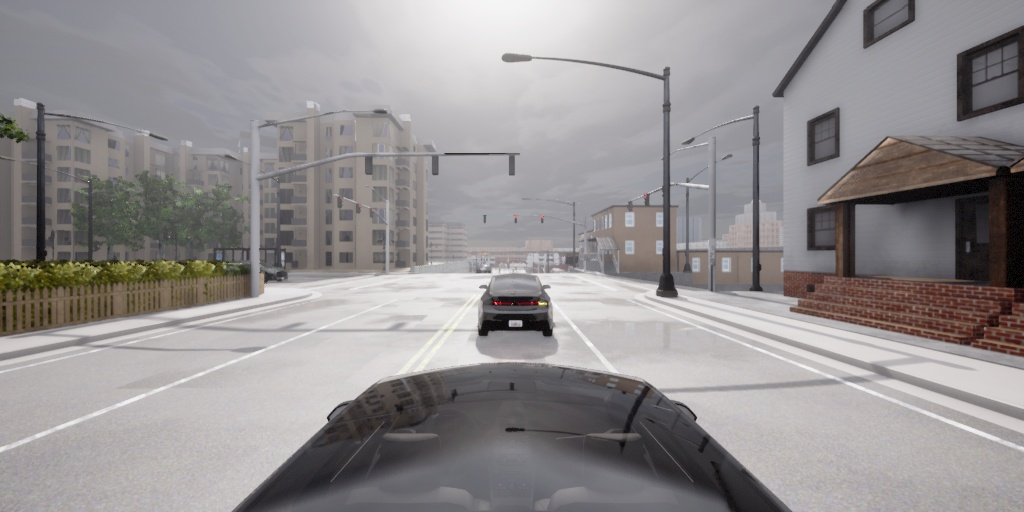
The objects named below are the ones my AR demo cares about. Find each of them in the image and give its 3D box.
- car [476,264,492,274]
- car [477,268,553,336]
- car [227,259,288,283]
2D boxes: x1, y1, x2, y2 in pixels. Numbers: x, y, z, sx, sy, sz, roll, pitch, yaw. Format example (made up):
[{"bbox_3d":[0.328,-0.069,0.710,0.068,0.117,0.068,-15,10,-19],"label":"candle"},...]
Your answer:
[{"bbox_3d":[-3.624,1.742,47.184,2.128,1.511,4.902,0,-5,0],"label":"car"},{"bbox_3d":[0.090,1.252,10.371,1.837,1.490,4.892,0,0,0],"label":"car"},{"bbox_3d":[-19.527,1.095,27.054,4.553,1.767,2.097,0,0,1],"label":"car"}]
